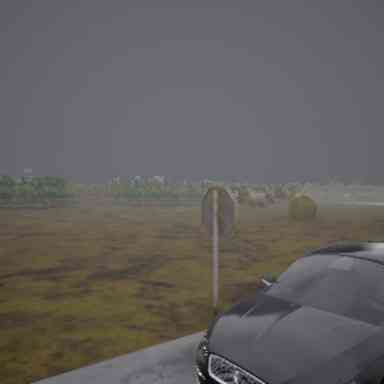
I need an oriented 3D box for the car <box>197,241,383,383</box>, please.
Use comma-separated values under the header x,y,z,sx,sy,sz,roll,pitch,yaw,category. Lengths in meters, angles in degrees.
x,y,z,sx,sy,sz,roll,pitch,yaw,category
2.259,1.513,4.404,4.892,1.490,1.837,-1,0,-38,car
